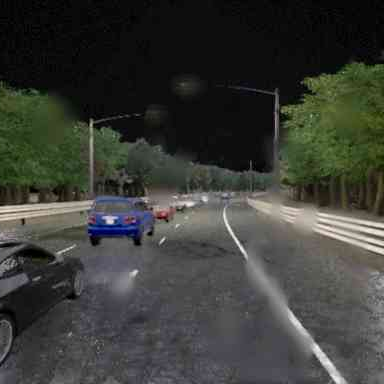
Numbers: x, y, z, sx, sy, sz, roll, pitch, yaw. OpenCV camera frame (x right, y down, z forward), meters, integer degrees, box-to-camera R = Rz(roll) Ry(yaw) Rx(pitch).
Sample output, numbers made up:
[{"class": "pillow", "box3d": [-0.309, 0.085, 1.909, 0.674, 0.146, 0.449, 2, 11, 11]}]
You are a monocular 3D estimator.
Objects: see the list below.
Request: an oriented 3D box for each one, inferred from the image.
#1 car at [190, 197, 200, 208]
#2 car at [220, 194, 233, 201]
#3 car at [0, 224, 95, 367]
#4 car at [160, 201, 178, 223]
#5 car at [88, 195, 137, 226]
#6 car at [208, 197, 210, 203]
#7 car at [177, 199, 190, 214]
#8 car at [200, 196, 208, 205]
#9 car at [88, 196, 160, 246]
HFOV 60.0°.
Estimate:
[{"class": "car", "box3d": [-0.468, 1.668, 48.327, 1.895, 1.301, 4.718, 0, 0, 7]}, {"class": "car", "box3d": [7.859, 1.294, 78.582, 1.882, 1.535, 5.008, 0, 1, 12]}, {"class": "car", "box3d": [-3.320, 1.543, 5.570, 1.812, 1.442, 4.674, 0, 0, 1]}, {"class": "car", "box3d": [-2.544, 1.689, 26.712, 1.895, 1.301, 4.718, 0, 0, 4]}, {"class": "car", "box3d": [-5.983, 1.305, 25.828, 2.150, 2.045, 5.566, 0, 0, 4]}, {"class": "car", "box3d": [2.758, 1.552, 69.771, 1.812, 1.442, 4.674, 0, 0, 10]}, {"class": "car", "box3d": [-1.651, 1.688, 37.532, 1.895, 1.301, 4.718, 0, 0, 5]}, {"class": "car", "box3d": [0.999, 1.539, 59.056, 2.128, 1.511, 4.902, 0, 0, 9]}, {"class": "car", "box3d": [-3.147, 1.276, 15.873, 2.150, 2.045, 5.566, 0, 0, 2]}]
